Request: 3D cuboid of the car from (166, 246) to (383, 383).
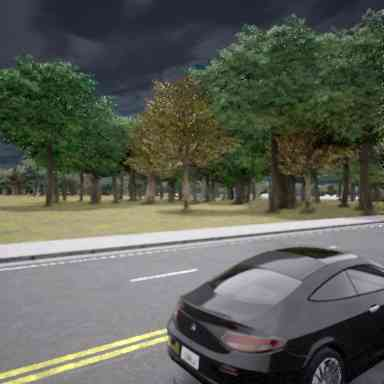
[{"bbox_3d":[1.854,1.536,4.760,4.674,1.442,1.812,0,0,-35],"label":"car"}]
